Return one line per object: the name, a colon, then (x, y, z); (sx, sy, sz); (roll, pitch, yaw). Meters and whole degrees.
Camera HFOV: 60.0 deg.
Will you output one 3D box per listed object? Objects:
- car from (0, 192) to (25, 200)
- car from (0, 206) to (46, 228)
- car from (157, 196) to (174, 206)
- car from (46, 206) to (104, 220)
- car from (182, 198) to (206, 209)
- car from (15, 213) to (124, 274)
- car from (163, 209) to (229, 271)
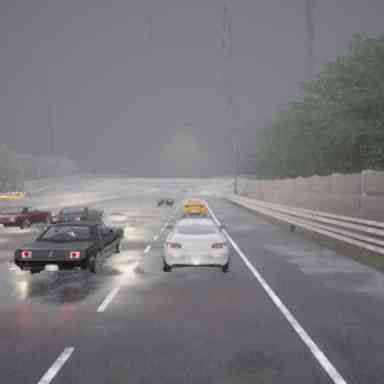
car: (-27.777, 0.840, 51.258); (1.882, 1.535, 5.008); (0, 1, 1)
car: (-10.355, 1.512, 20.327); (1.895, 1.301, 4.718); (0, 1, 0)
car: (-3.309, 1.123, 42.998); (1.895, 1.301, 4.718); (0, 1, 1)
car: (-6.854, 1.511, 20.463); (1.895, 1.301, 4.718); (0, 1, 0)
car: (0.189, 1.271, 28.763); (1.882, 1.535, 5.008); (0, 1, 0)
car: (-3.488, 1.590, 10.526); (1.895, 1.301, 4.718); (0, 0, 0)
car: (0.129, 1.513, 10.703); (1.812, 1.442, 4.674); (0, 0, 0)
